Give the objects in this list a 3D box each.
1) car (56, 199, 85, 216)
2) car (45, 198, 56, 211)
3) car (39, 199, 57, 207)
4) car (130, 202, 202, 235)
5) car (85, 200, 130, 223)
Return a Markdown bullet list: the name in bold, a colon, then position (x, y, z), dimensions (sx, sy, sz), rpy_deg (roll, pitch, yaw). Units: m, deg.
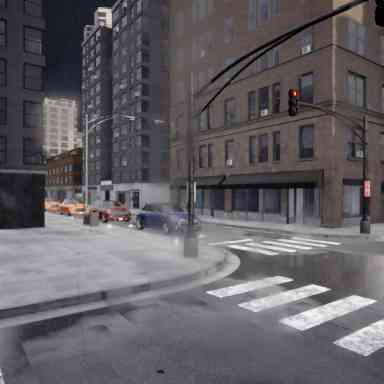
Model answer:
- **car**: position (-12.243, 1.502, 34.658), dimensions (2.097, 1.767, 4.553), rpy_deg (0, 0, -35)
- **car**: position (-18.424, 1.550, 43.348), dimensions (2.097, 1.767, 4.553), rpy_deg (0, -1, -35)
- **car**: position (-24.761, 1.863, 57.213), dimensions (1.895, 1.301, 4.718), rpy_deg (0, 0, -35)
- **car**: position (-1.447, 1.420, 19.504), dimensions (2.097, 1.767, 4.553), rpy_deg (0, 0, -38)
- **car**: position (-6.645, 1.460, 26.787), dimensions (2.097, 1.767, 4.553), rpy_deg (0, 0, -35)
